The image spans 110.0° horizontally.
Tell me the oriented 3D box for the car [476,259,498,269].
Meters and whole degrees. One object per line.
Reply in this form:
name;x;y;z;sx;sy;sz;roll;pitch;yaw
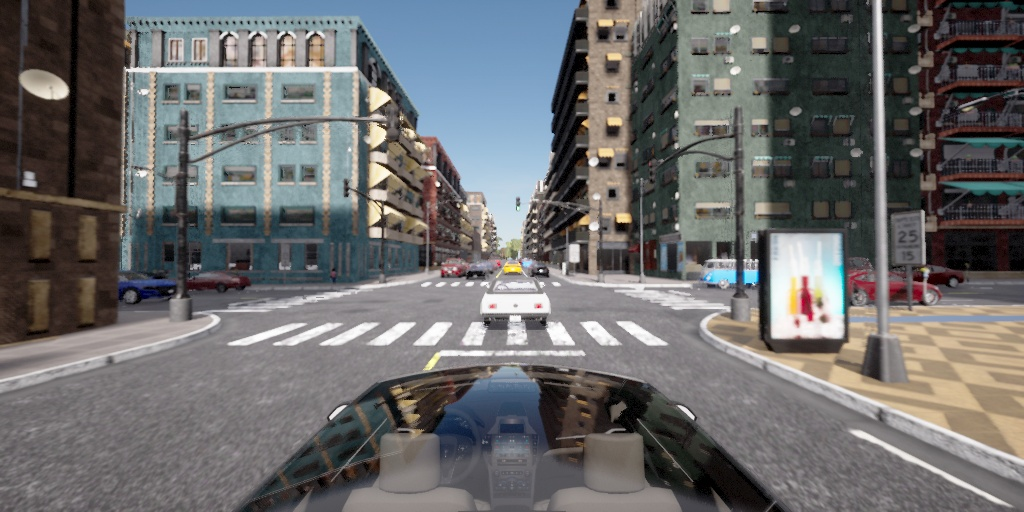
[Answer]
car;-3.090;1.416;42.701;2.033;1.411;5.357;0;0;0

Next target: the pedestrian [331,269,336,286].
pedestrian;-12.533;1.151;25.268;0.375;1.860;0.375;0;-1;0

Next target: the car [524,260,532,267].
car;2.685;1.446;40.874;1.802;1.307;4.207;0;0;0

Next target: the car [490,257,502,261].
car;-3.010;1.151;63.181;2.150;2.045;5.566;0;0;0

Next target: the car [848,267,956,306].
car;13.706;1.187;13.739;4.207;1.307;1.802;0;0;0

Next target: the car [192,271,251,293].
car;-18.626;1.589;22.346;4.207;1.307;1.802;0;0;0

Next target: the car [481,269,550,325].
car;0.092;1.322;11.738;1.895;1.301;4.718;0;1;0

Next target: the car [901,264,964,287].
car;24.822;1.211;22.042;4.507;1.381;1.888;0;0;0

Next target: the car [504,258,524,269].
car;0.094;1.343;41.412;1.882;1.535;5.008;0;0;0

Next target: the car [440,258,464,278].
car;-5.695;1.162;35.342;2.192;1.841;5.009;0;0;0

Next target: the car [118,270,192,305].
car;-18.235;1.381;16.566;5.008;1.535;1.882;0;-1;0

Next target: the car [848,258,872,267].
car;19.294;1.023;22.080;5.009;1.841;2.192;0;0;0

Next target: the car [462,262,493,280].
car;-3.122;1.441;33.008;1.895;1.301;4.718;0;0;1

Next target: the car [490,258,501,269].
car;-3.018;1.424;52.623;1.812;1.442;4.674;0;0;0

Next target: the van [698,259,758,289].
van;13.767;1.092;22.119;3.998;1.789;1.690;0;0;0

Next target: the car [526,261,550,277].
car;2.685;1.413;35.303;1.948;1.339;4.313;0;0;0

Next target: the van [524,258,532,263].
van;2.681;1.270;63.159;1.690;1.789;3.998;0;0;0
